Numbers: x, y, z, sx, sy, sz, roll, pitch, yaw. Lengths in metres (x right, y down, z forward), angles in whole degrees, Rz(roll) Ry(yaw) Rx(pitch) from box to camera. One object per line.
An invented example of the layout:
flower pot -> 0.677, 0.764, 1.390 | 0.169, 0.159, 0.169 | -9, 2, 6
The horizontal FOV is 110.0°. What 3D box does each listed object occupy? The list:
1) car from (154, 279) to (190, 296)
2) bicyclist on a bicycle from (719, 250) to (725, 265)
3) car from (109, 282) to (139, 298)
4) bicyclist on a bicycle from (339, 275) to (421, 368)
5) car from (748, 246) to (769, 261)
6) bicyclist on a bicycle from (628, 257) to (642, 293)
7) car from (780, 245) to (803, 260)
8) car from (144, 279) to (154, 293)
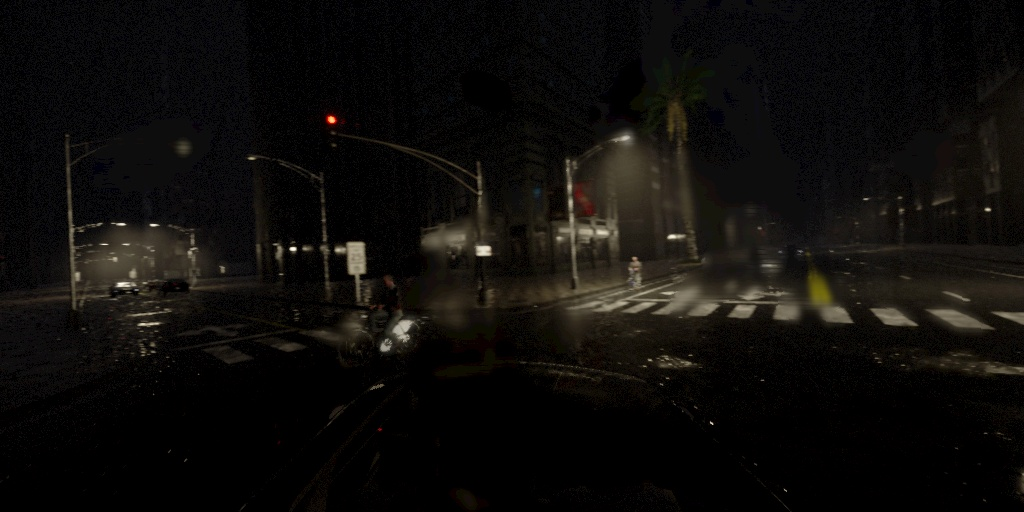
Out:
car -> -33.417, 2.994, 35.367 | 5.008, 1.535, 1.882 | -3, 0, 40
bicyclist on a bicycle -> 22.215, 0.233, 37.849 | 0.582, 1.620, 1.656 | -4, -1, 39
car -> -39.026, 3.338, 36.049 | 5.357, 1.411, 2.033 | -3, 0, 39
bicyclist on a bicycle -> -2.673, 1.278, 7.357 | 0.659, 1.776, 1.843 | -3, -1, 39
car -> 31.480, -0.209, 45.642 | 1.837, 1.490, 4.892 | -4, -1, 39
bicyclist on a bicycle -> 6.235, 0.939, 18.282 | 0.659, 1.776, 1.843 | -4, -1, 39
car -> 34.000, -0.537, 43.611 | 2.097, 1.767, 4.553 | -4, -1, 39
car -> -41.647, 3.423, 42.084 | 5.008, 1.535, 1.882 | -3, 0, 40
